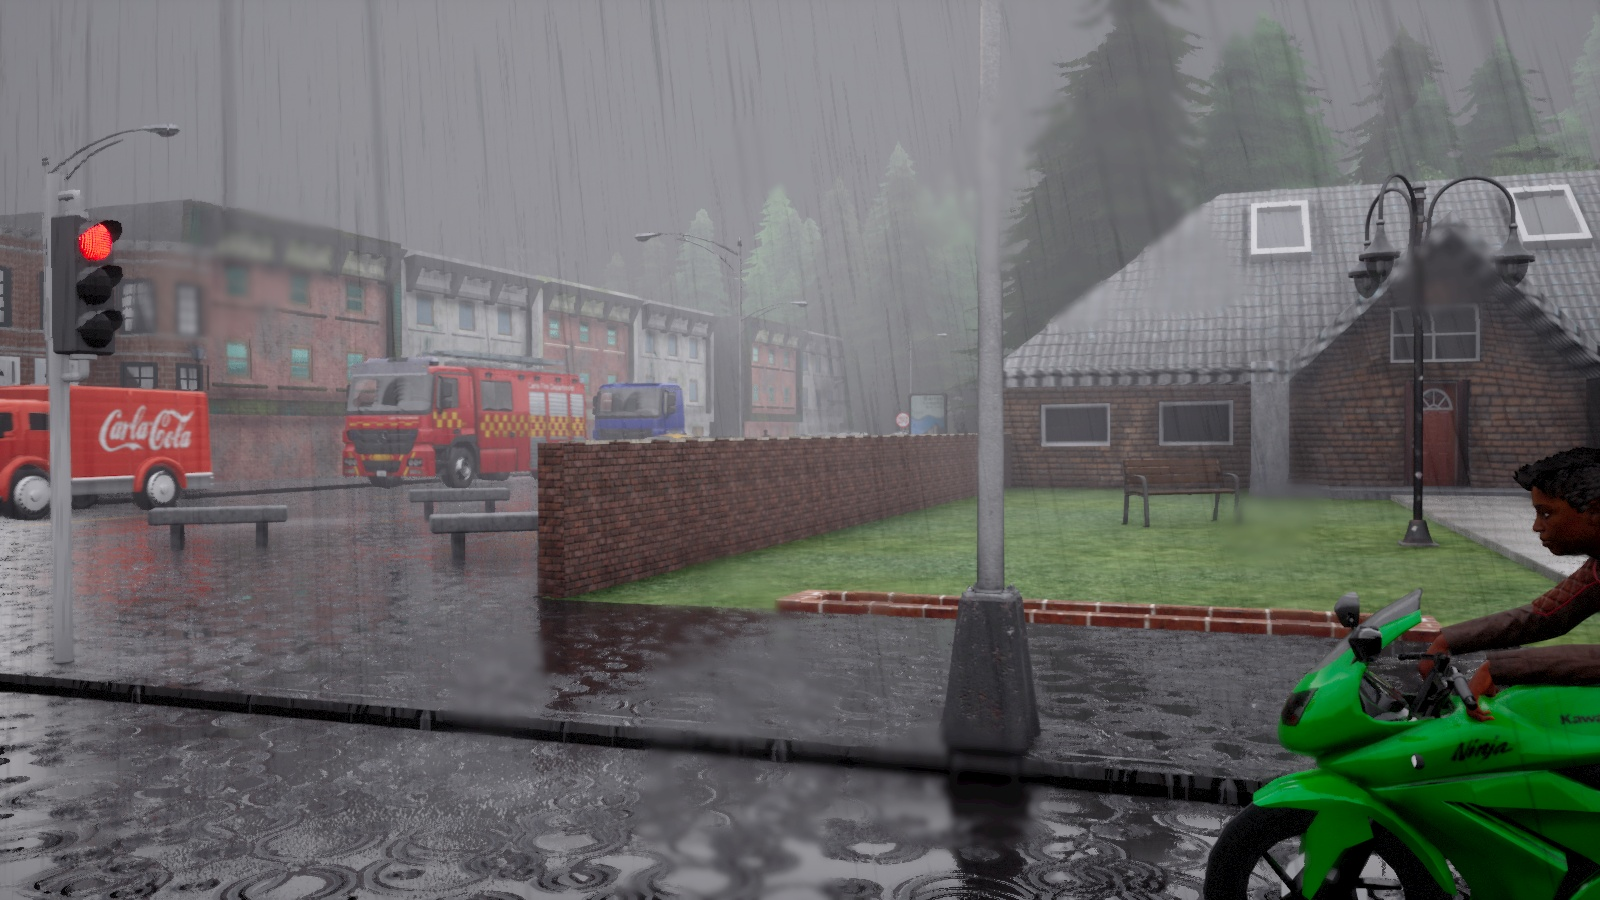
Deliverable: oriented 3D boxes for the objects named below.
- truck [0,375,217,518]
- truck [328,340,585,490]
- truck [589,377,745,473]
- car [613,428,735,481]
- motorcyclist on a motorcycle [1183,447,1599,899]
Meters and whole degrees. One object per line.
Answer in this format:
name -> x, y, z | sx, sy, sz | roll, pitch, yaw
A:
truck -> -14.234, -0.097, 24.088 | 2.627, 2.467, 5.204 | 1, 1, 20
truck -> -9.680, -0.961, 36.685 | 2.891, 3.827, 8.468 | 1, 1, 20
truck -> -5.041, -0.967, 49.464 | 2.891, 3.462, 7.936 | 1, 1, 20
car -> -3.981, 0.099, 40.694 | 1.801, 1.575, 5.366 | 1, 1, 20
motorcyclist on a motorcycle -> 2.029, 0.767, 3.072 | 2.044, 1.523, 0.797 | 1, 1, 20
